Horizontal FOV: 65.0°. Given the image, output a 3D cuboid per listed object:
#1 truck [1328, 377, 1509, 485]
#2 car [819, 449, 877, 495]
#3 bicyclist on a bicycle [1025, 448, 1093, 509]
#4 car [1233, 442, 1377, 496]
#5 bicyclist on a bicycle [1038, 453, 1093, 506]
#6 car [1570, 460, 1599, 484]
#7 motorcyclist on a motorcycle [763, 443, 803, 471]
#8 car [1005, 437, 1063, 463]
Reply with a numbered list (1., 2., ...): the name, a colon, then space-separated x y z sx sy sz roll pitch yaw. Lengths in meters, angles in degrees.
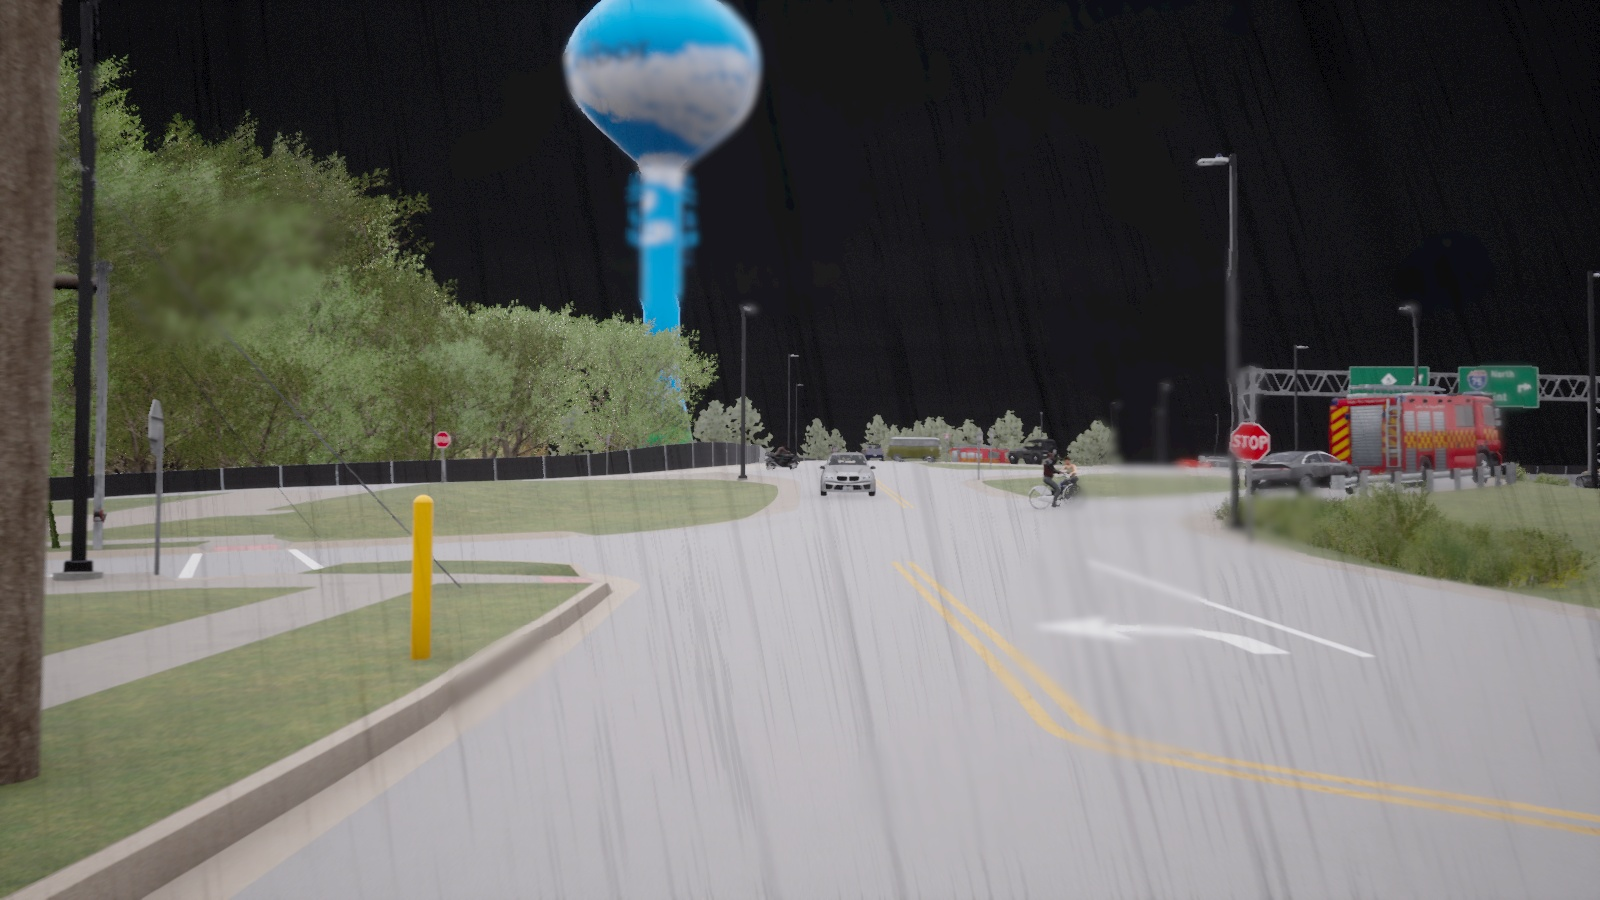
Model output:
1. truck: 23.859 -0.733 48.202 8.468 3.827 2.891 -2 0 -39
2. car: 1.918 0.863 50.988 2.242 1.667 4.611 0 1 1
3. bicyclist on a bicycle: 7.992 0.882 38.827 1.843 1.776 0.659 -3 -1 -7
4. car: 16.490 0.606 40.907 4.902 1.511 2.128 -2 -1 -38
5. bicyclist on a bicycle: 8.463 0.942 39.972 1.509 1.612 0.866 -1 -1 -35
6. car: 45.916 1.244 71.150 1.994 1.385 4.181 0 -1 1
7. motorcyclist on a motorcycle: -0.960 0.419 71.642 2.044 1.523 0.797 -2 0 -25
8. car: 17.074 0.003 91.737 1.905 1.878 3.866 1 0 -36
